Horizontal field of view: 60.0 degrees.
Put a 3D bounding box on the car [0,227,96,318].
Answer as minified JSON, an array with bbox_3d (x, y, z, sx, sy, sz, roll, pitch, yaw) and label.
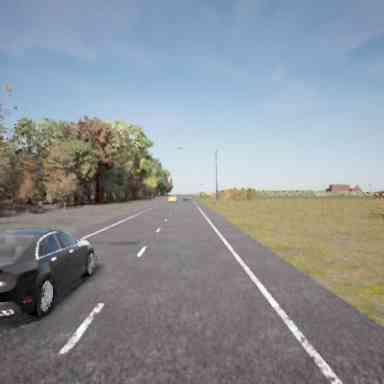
[{"bbox_3d":[-3.614,1.563,7.526,1.837,1.490,4.892,-1,0,-1],"label":"car"}]

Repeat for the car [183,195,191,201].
[{"bbox_3d":[-1.419,1.669,91.714,1.994,1.385,4.181,-1,0,-1],"label":"car"}]

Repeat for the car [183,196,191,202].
[{"bbox_3d":[-1.262,1.739,81.675,2.128,1.511,4.902,-1,0,-1],"label":"car"}]

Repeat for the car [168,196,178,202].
[{"bbox_3d":[-4.755,1.721,81.238,1.882,1.535,5.008,-1,0,-1],"label":"car"}]

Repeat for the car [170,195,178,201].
[{"bbox_3d":[-4.917,1.687,91.661,2.033,1.411,5.357,-1,0,-1],"label":"car"}]
